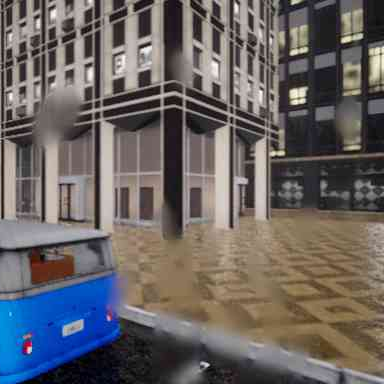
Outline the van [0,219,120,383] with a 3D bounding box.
[{"bbox_3d":[-2.883,1.329,4.928,3.998,1.788,1.690,0,0,35],"label":"van"}]
